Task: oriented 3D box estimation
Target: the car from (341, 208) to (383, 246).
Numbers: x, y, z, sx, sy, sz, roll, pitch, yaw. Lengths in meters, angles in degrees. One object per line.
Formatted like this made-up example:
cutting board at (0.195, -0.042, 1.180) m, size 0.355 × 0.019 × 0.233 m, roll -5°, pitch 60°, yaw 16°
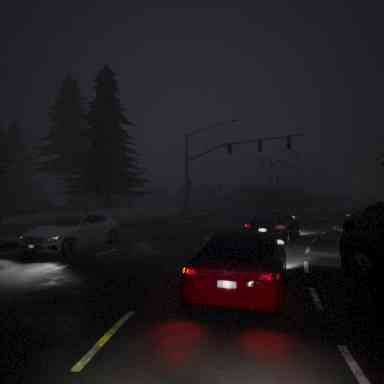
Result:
car at (8.379, 1.558, 15.884) m, size 1.994 × 1.385 × 4.181 m, roll 0°, pitch 0°, yaw 28°

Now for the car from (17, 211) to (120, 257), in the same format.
car at (-4.576, 1.520, 13.172) m, size 1.812 × 1.442 × 4.674 m, roll 0°, pitch 0°, yaw 18°

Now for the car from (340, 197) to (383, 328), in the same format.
car at (4.565, 1.214, 6.774) m, size 2.150 × 2.045 × 5.566 m, roll 0°, pitch -1°, yaw 15°

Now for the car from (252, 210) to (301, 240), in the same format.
car at (3.800, 1.558, 15.627) m, size 1.994 × 1.385 × 4.181 m, roll 0°, pitch 0°, yaw 26°

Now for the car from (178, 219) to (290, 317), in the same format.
car at (1.134, 1.561, 7.658) m, size 1.994 × 1.385 × 4.181 m, roll 0°, pitch 0°, yaw 16°
